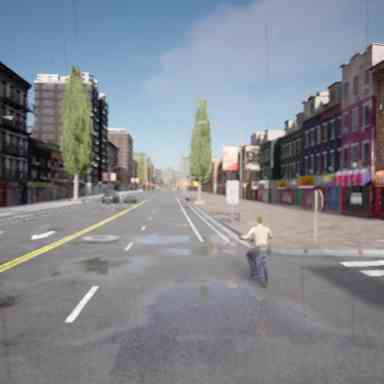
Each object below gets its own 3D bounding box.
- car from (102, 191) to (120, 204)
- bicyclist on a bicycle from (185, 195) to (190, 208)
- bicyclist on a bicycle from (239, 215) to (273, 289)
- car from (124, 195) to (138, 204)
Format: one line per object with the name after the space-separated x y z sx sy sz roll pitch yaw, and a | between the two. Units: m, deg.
-13.370 0.844 55.062 2.150 2.045 5.566 1 1 -4 | car
-0.622 1.264 43.561 0.659 1.776 1.843 1 1 -3 | bicyclist on a bicycle
1.584 1.358 7.971 0.866 1.612 1.509 0 0 -3 | bicyclist on a bicycle
-10.132 1.218 55.301 1.994 1.385 4.181 1 1 -4 | car
